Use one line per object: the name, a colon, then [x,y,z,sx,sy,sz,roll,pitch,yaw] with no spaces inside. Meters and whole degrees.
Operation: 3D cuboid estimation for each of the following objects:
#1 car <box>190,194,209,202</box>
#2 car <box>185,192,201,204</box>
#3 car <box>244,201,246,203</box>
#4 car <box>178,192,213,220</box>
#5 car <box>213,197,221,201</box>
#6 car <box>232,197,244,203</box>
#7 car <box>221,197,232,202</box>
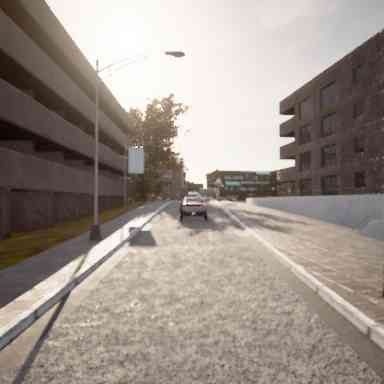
car: [1.965,1.745,89.790,2.435,2.045,5.566,1,-3,-30]
car: [0.141,0.697,40.860,1.812,1.442,4.674,0,0,1]
car: [13.647,2.992,92.139,1.946,1.575,5.366,7,-4,-30]
car: [0.097,1.049,23.096,2.128,1.511,4.902,0,2,0]
car: [4.845,2.037,90.380,2.185,1.767,4.553,4,-3,-31]
car: [10.814,2.455,91.439,2.435,2.045,5.566,7,-4,-30]
car: [7.817,2.288,90.880,2.185,1.767,4.553,6,-4,-31]
